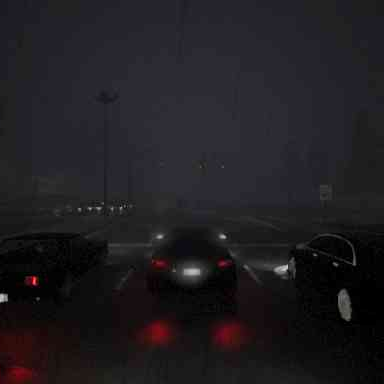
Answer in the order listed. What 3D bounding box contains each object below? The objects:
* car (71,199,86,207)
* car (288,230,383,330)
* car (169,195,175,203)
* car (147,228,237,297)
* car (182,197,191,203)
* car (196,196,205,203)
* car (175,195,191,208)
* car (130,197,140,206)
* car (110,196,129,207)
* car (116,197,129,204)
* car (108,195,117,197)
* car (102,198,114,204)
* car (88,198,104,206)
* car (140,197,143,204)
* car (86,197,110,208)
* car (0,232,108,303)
[{"bbox_3d":[-19.884,1.905,59.206,1.882,1.535,5.008,0,0,0],"label":"car"},{"bbox_3d":[3.501,1.558,7.041,1.837,1.490,4.892,0,0,0],"label":"car"},{"bbox_3d":[-4.834,1.840,85.803,2.150,2.045,5.566,0,0,0],"label":"car"},{"bbox_3d":[-0.015,1.629,8.827,1.994,1.385,4.181,0,0,-1],"label":"car"},{"bbox_3d":[-1.334,2.143,86.165,2.128,1.511,4.902,0,0,0],"label":"car"},{"bbox_3d":[2.166,1.972,86.121,2.097,1.767,4.553,0,0,0],"label":"car"},{"bbox_3d":[-1.318,1.748,54.795,2.097,1.767,4.553,0,0,0],"label":"car"},{"bbox_3d":[-12.825,2.021,68.738,2.128,1.511,4.902,0,0,0],"label":"car"},{"bbox_3d":[-12.891,1.934,59.365,1.837,1.490,4.892,0,0,0],"label":"car"},{"bbox_3d":[-16.330,2.043,78.401,1.882,1.535,5.008,0,0,0],"label":"car"},{"bbox_3d":[-16.325,1.717,68.057,2.150,2.045,5.566,0,0,0],"label":"car"},{"bbox_3d":[-19.830,2.093,78.840,1.812,1.442,4.674,0,0,0],"label":"car"},{"bbox_3d":[-19.825,1.974,68.677,1.882,1.535,5.008,0,0,0],"label":"car"},{"bbox_3d":[-12.830,1.924,78.876,2.097,1.767,4.553,0,0,0],"label":"car"},{"bbox_3d":[-16.390,1.926,58.341,1.837,1.490,4.892,0,0,0],"label":"car"},{"bbox_3d":[-3.510,1.662,8.303,1.895,1.301,4.718,0,0,0],"label":"car"}]
